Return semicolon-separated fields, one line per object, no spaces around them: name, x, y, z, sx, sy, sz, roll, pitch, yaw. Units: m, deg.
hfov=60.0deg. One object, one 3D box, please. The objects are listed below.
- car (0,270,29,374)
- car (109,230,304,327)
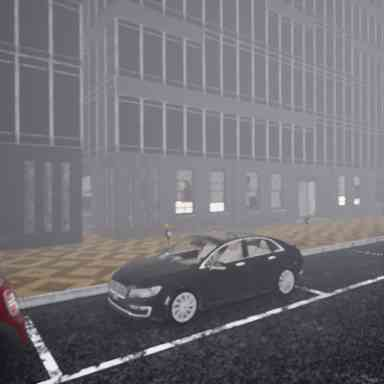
car;-4.155;1.449;3.608;4.097;1.590;1.967;0;0;-35
car;0.494;1.525;6.893;4.403;1.369;2.008;0;0;-35
